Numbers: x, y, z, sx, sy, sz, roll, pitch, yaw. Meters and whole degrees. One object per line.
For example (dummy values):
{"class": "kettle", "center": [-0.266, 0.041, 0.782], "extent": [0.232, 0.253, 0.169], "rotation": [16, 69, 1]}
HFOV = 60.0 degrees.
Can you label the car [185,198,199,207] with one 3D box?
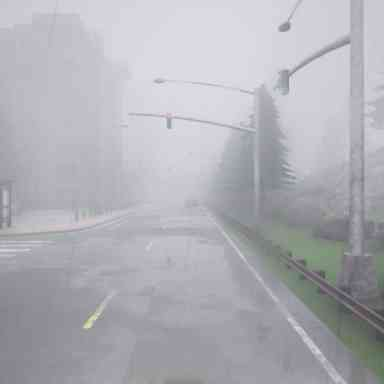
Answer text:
{"class": "car", "center": [-0.013, 1.563, 50.635], "extent": [1.994, 1.385, 4.181], "rotation": [0, 0, 0]}
